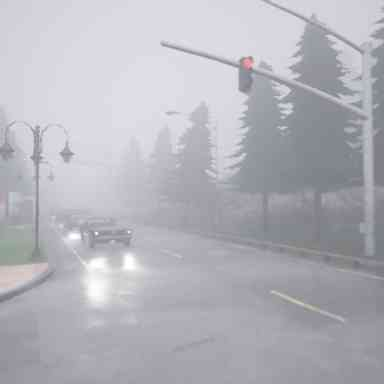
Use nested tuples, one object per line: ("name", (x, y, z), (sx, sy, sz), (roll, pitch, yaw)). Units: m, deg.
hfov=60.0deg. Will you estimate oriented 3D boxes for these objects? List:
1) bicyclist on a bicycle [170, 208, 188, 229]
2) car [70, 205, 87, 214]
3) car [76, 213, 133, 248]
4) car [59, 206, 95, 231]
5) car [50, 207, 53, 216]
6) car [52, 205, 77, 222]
("bicyclist on a bicycle", (-1.023, 2.067, 26.138), (1.656, 1.620, 0.582), (1, -2, -26))
("car", (-19.412, 2.962, 56.585), (2.128, 1.511, 4.902), (1, -2, -26))
("car", (-4.455, 1.962, 16.860), (1.895, 1.301, 4.718), (1, -2, -25))
("car", (-8.868, 2.113, 26.078), (2.128, 1.511, 4.902), (1, -2, -26))
("car", (-19.962, 2.840, 49.428), (1.837, 1.490, 4.892), (1, -2, -26))
("car", (-13.450, 2.439, 35.641), (2.033, 1.411, 5.357), (1, -2, -26))
